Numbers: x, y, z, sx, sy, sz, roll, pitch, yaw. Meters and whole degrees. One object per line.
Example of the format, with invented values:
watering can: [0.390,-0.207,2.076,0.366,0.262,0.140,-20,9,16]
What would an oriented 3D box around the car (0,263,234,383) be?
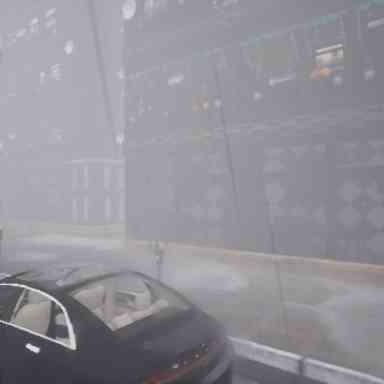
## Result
car: [-1.635,1.572,4.042,4.403,1.369,2.008,0,-1,35]
